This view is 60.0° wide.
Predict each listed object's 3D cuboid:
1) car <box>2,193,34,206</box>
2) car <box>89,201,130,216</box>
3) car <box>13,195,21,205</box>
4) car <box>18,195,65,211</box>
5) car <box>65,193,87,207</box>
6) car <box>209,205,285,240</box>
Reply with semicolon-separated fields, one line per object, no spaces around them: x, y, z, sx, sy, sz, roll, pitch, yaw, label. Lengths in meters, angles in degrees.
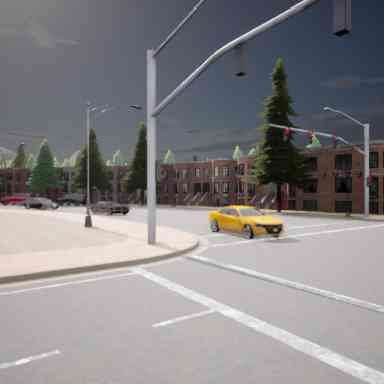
-29.032;1.221;55.923;5.566;2.045;2.150;0;0;10;car
-7.958;1.601;32.255;1.895;1.301;4.718;0;0;-43;car
-24.170;1.547;51.137;5.357;1.411;2.033;0;0;17;car
-18.561;1.490;40.969;4.902;1.511;2.128;0;0;29;car
-18.913;1.221;52.870;5.566;2.045;2.150;0;0;23;car
2.707;1.477;17.391;1.882;1.535;5.008;0;0;-26;car
